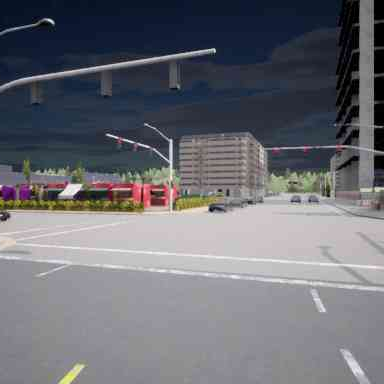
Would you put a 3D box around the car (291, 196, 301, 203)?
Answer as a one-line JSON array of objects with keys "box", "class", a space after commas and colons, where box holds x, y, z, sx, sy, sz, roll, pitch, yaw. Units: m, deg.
[{"box": [21.599, 1.555, 69.282, 1.994, 1.385, 4.181, 0, 0, 19], "class": "car"}]

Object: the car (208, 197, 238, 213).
[{"box": [3.321, 1.548, 37.339, 2.033, 1.411, 5.357, 0, 0, 19], "class": "car"}]

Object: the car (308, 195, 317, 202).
[{"box": [28.108, 1.524, 77.696, 1.812, 1.442, 4.674, 0, 0, 19], "class": "car"}]

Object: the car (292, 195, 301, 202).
[{"box": [24.686, 1.540, 78.503, 2.033, 1.411, 5.357, 0, 0, 19], "class": "car"}]

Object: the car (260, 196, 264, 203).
[{"box": [13.046, 1.492, 65.949, 2.128, 1.511, 4.902, 0, 0, 19], "class": "car"}]

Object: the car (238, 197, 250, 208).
[{"box": [6.604, 1.505, 47.035, 1.837, 1.490, 4.892, 0, 0, 19], "class": "car"}]

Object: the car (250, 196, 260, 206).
[{"box": [9.793, 1.601, 56.461, 1.895, 1.301, 4.718, 0, 0, 19], "class": "car"}]

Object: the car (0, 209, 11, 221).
[{"box": [-16.445, 1.619, 26.162, 4.181, 1.385, 1.994, 0, 0, 19], "class": "car"}]

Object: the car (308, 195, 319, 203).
[{"box": [24.808, 1.541, 67.844, 2.033, 1.411, 5.357, 0, 0, 19], "class": "car"}]
